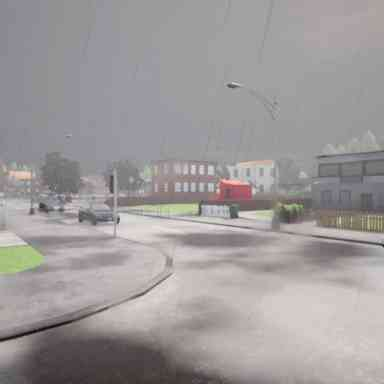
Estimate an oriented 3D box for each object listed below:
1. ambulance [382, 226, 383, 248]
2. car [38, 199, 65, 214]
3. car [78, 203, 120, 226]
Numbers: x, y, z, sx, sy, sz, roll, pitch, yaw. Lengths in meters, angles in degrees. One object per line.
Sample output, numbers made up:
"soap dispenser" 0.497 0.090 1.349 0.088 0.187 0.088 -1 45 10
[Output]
"ambulance" 8.804 1.031 9.070 2.351 2.431 6.366 0 0 -35
"car" -15.011 1.490 35.447 2.128 1.511 4.902 0 0 -35
"car" -6.791 1.525 23.927 1.812 1.442 4.674 0 0 -36
